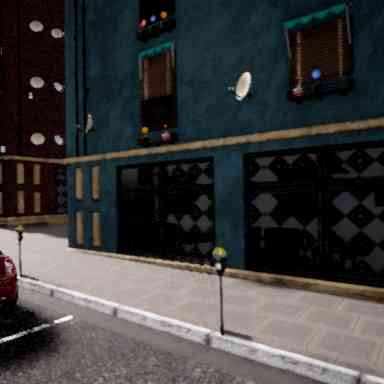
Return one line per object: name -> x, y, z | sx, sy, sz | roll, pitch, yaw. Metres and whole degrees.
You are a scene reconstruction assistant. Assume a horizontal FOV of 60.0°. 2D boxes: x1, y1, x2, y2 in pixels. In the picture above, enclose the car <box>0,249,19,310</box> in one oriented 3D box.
car -> -5.302, 1.454, 6.671 | 4.097, 1.590, 1.967 | 0, -1, 36
